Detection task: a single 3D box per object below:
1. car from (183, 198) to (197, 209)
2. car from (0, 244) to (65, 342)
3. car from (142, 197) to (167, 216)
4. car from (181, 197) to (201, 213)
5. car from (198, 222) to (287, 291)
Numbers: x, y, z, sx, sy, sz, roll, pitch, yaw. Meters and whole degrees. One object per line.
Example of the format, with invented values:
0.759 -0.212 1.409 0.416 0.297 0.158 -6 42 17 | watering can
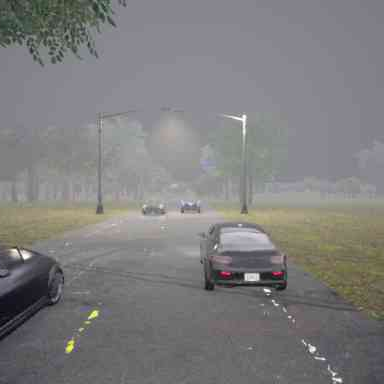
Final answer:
-0.240 1.606 47.029 1.994 1.385 4.181 0 0 1 | car
-3.626 1.562 5.220 1.994 1.385 4.181 0 0 0 | car
-3.674 1.370 33.133 2.097 1.767 4.553 0 0 0 | car
-0.125 1.377 37.363 2.097 1.767 4.553 0 0 0 | car
1.178 1.524 8.901 1.812 1.442 4.674 0 0 0 | car
